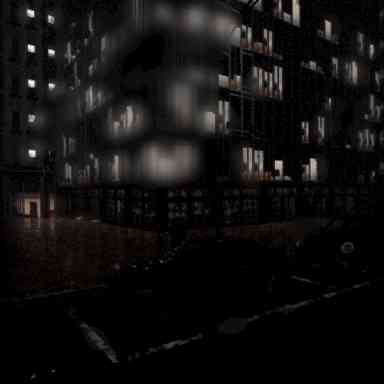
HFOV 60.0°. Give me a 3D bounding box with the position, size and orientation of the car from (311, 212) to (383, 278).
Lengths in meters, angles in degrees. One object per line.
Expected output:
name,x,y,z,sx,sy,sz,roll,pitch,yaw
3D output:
car,4.921,1.438,10.080,4.097,1.590,1.967,0,-1,-35

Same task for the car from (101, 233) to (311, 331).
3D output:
car,0.294,1.581,6.778,4.206,1.307,1.802,0,-1,-35
